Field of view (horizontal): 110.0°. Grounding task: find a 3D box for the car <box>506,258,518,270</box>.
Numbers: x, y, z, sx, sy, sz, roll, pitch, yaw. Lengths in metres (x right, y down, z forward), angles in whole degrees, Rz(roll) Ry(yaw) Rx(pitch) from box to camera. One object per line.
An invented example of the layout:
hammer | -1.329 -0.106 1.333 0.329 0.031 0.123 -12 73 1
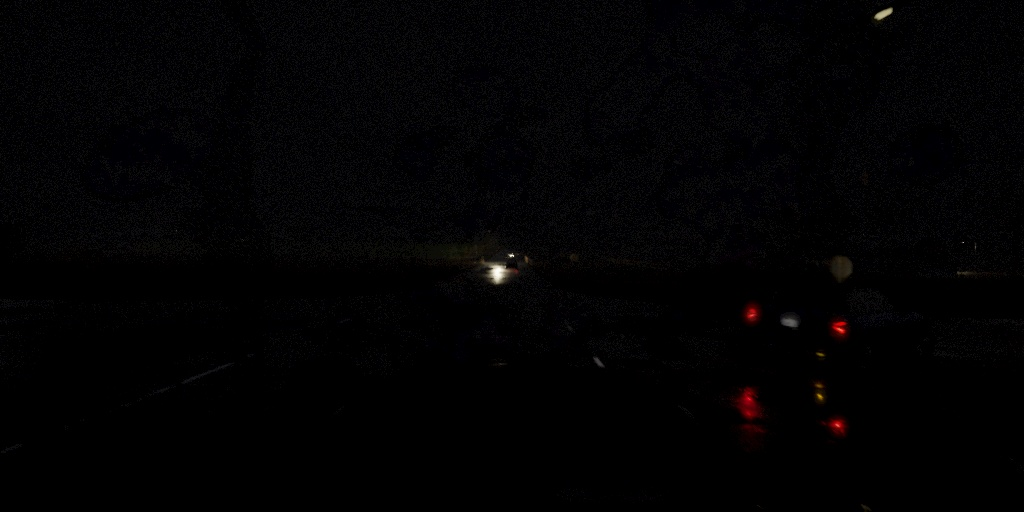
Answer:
car | -0.008 1.426 59.486 1.882 1.535 5.008 0 1 0

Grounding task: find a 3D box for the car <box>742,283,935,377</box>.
car | 7.586 1.421 8.347 4.553 1.767 2.097 1 1 -27
